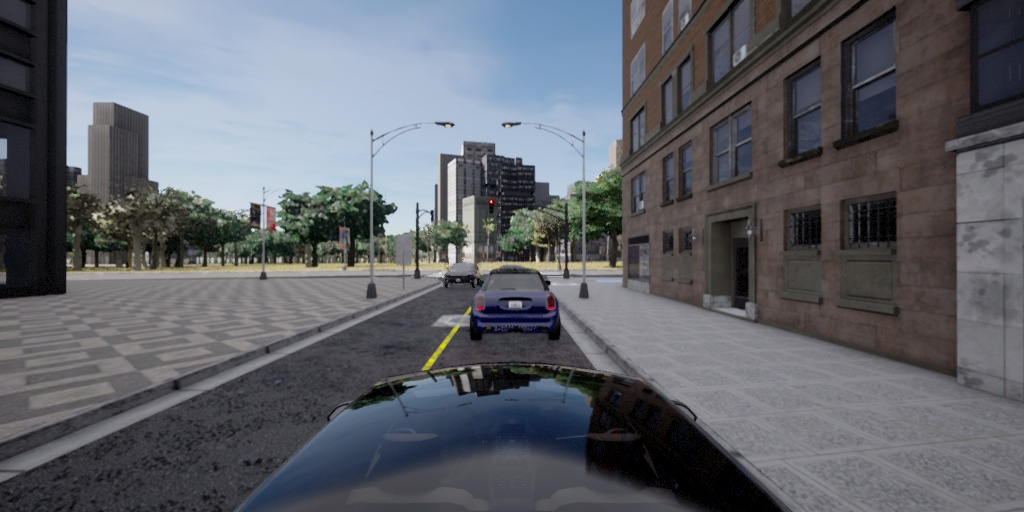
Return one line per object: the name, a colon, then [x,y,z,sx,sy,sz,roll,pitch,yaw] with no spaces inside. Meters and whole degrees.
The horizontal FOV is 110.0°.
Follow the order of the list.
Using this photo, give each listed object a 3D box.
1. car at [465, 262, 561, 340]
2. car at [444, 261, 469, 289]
car: [0.057,1.097,10.072,2.097,1.767,4.553,0,0,-1]
car: [-3.122,1.133,23.269,1.882,1.535,5.008,0,0,0]
